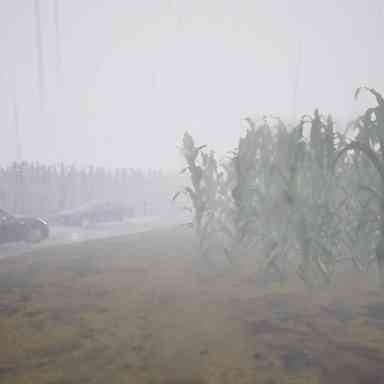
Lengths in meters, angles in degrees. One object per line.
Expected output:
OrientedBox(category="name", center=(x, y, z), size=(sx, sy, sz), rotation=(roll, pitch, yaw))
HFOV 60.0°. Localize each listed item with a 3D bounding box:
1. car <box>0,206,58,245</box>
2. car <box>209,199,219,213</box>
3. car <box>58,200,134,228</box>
OrientedBox(category="car", center=(-7.946, 1.242, 12.750), size=(2.097, 1.767, 4.553), rotation=(0, 1, 35))
OrientedBox(category="car", center=(3.249, 1.170, 28.451), size=(1.994, 1.385, 4.181), rotation=(0, 1, 35))
OrientedBox(category="car", center=(-5.845, 1.264, 20.607), size=(1.882, 1.535, 5.008), rotation=(0, 1, 35))
